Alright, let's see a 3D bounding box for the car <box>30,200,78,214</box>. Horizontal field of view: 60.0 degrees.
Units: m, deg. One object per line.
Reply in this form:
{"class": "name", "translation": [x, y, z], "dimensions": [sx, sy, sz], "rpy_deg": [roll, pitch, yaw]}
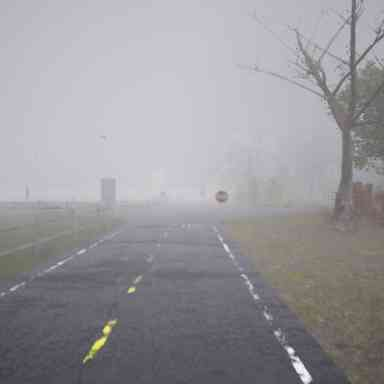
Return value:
{"class": "car", "translation": [-14.785, 1.575, 35.756], "dimensions": [4.902, 1.511, 2.128], "rpy_deg": [1, 0, 3]}

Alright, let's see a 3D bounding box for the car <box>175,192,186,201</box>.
{"class": "car", "translation": [-2.714, 1.084, 79.653], "dimensions": [2.150, 2.045, 5.566], "rpy_deg": [0, 0, 0]}
